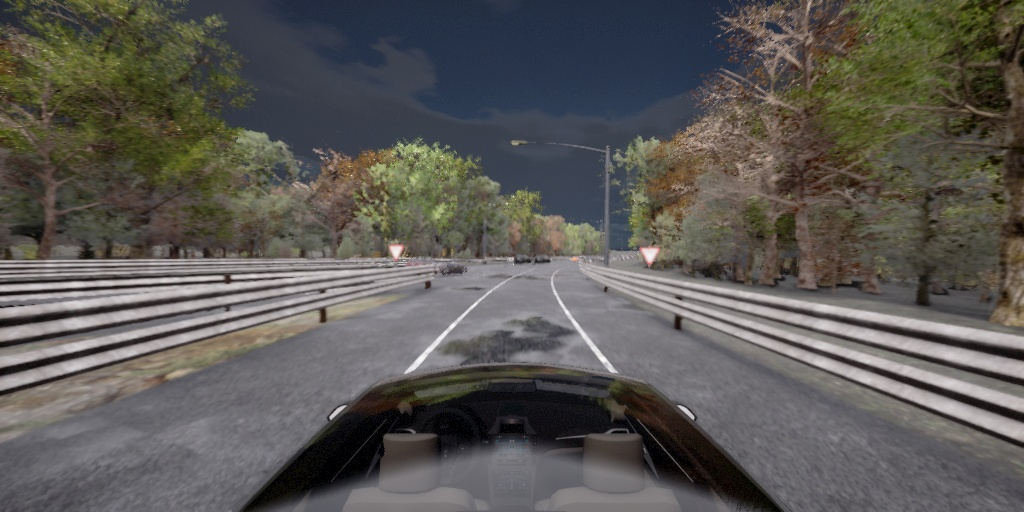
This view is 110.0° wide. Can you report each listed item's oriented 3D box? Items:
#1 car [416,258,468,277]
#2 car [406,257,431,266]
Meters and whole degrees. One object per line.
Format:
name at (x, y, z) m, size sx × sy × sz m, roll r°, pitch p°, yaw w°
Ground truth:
car at (-6.084, 1.135, 33.008) m, size 2.033 × 1.411 × 5.357 m, roll 1°, pitch 0°, yaw 22°
car at (-8.615, 0.888, 36.095) m, size 2.097 × 1.767 × 4.553 m, roll 1°, pitch 0°, yaw 22°
